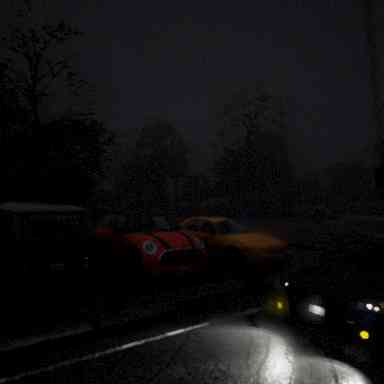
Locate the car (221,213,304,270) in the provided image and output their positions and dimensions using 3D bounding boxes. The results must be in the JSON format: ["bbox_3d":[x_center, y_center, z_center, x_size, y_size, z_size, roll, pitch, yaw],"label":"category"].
[{"bbox_3d":[0.983,1.562,11.798,1.946,1.575,5.366,1,-1,-36],"label":"car"}]

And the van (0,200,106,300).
[{"bbox_3d":[-4.014,1.257,8.552,1.878,1.987,4.442,1,0,-36],"label":"van"}]

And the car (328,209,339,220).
[{"bbox_3d":[13.606,2.099,36.327,2.185,1.767,4.553,2,-1,-36],"label":"car"}]

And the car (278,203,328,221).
[{"bbox_3d":[11.061,2.161,34.429,2.002,1.452,4.674,2,-1,-36],"label":"car"}]

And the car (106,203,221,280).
[{"bbox_3d":[-1.505,1.393,10.263,2.185,1.767,4.553,1,-1,-36],"label":"car"}]

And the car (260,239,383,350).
[{"bbox_3d":[3.509,1.633,6.198,4.181,1.385,1.994,1,-1,-36],"label":"car"}]

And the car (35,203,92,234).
[{"bbox_3d":[-8.166,1.528,20.777,1.946,1.575,5.366,1,-1,-36],"label":"car"}]

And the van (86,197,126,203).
[{"bbox_3d":[-5.722,1.350,22.173,1.878,1.987,4.442,1,-1,-36],"label":"van"}]

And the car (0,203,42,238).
[{"bbox_3d":[-10.321,1.492,19.217,1.946,1.575,5.366,1,0,-36],"label":"car"}]
